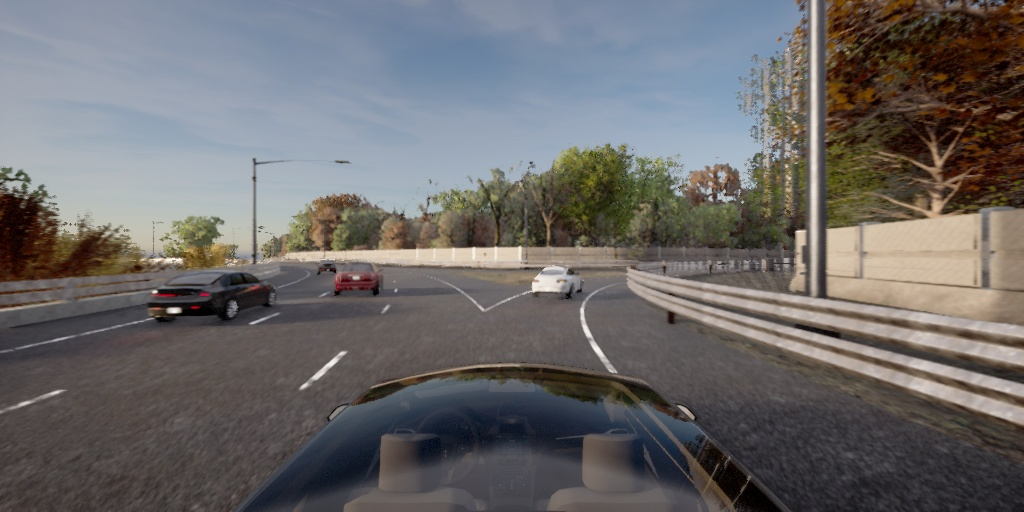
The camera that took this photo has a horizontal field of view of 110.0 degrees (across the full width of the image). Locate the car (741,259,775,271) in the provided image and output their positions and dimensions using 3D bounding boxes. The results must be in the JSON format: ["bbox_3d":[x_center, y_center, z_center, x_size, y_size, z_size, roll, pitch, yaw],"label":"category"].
[{"bbox_3d":[31.910,1.147,46.488,4.902,1.511,2.128,0,0,-23],"label":"car"}]

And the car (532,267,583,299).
[{"bbox_3d":[2.339,1.249,17.937,1.812,1.442,4.674,-1,0,20],"label":"car"}]

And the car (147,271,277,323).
[{"bbox_3d":[-9.840,1.248,12.235,1.837,1.490,4.892,1,0,-13],"label":"car"}]

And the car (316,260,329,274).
[{"bbox_3d":[-20.401,1.214,39.614,1.837,1.490,4.892,1,0,-29],"label":"car"}]

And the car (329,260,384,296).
[{"bbox_3d":[-8.183,1.082,19.473,2.097,1.767,4.553,0,0,-17],"label":"car"}]
